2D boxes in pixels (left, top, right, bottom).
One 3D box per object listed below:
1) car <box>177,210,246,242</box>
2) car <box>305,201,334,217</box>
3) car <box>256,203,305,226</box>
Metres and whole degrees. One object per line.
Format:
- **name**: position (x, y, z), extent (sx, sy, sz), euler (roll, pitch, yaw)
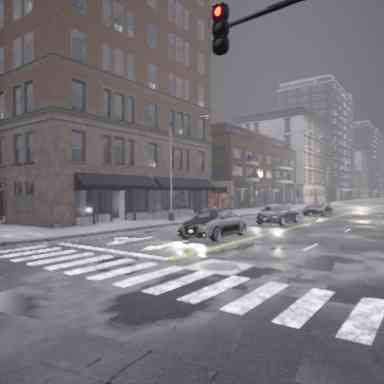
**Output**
- **car**: position (1.107, 1.636, 16.995), extent (1.994, 1.385, 4.181), euler (-1, 0, 36)
- **car**: position (12.525, 1.626, 32.773), extent (2.033, 1.411, 5.357), euler (-1, 0, 36)
- **car**: position (6.285, 1.578, 24.155), extent (1.837, 1.490, 4.892), euler (-1, 0, 36)
